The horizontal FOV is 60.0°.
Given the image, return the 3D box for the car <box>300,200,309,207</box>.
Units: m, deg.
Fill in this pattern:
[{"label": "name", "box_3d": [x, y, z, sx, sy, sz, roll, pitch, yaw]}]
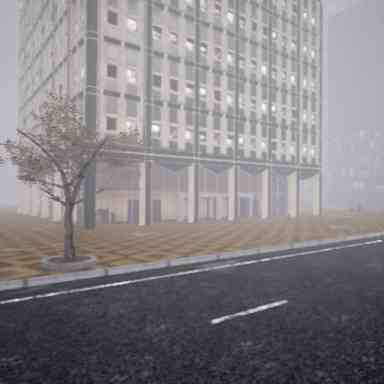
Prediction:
[{"label": "car", "box_3d": [23.823, 2.385, 72.899, 2.128, 1.511, 4.902, 0, -1, -9]}]
